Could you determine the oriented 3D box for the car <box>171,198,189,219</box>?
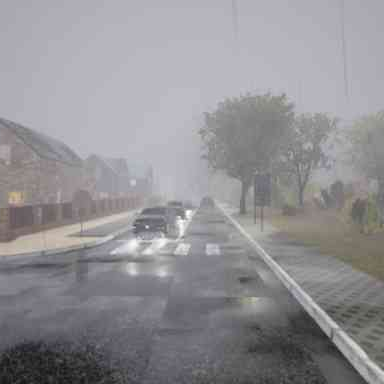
[{"bbox_3d":[-1.532,1.518,29.605,1.837,1.490,4.892,0,0,2],"label":"car"}]

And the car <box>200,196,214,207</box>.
[{"bbox_3d":[2.393,1.412,52.491,2.097,1.767,4.553,0,0,2],"label":"car"}]

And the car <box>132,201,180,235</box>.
[{"bbox_3d":[-2.043,1.507,19.045,1.837,1.490,4.892,0,0,5],"label":"car"}]

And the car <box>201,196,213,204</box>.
[{"bbox_3d":[2.904,1.585,64.574,2.128,1.511,4.902,0,0,2],"label":"car"}]

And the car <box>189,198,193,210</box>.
[{"bbox_3d":[-0.905,1.530,43.930,2.128,1.511,4.902,0,0,3],"label":"car"}]
